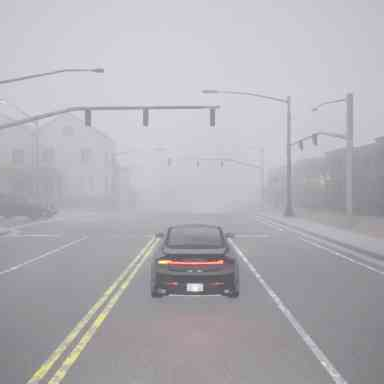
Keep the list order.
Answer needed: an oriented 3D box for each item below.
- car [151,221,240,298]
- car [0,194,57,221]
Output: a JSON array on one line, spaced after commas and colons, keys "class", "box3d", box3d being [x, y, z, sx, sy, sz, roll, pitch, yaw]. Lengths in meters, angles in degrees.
[{"class": "car", "box3d": [0.077, 1.505, 8.528, 1.837, 1.490, 4.892, 0, 0, 1]}, {"class": "car", "box3d": [-13.895, 1.221, 26.937, 5.566, 2.045, 2.150, 0, 0, 4]}]
